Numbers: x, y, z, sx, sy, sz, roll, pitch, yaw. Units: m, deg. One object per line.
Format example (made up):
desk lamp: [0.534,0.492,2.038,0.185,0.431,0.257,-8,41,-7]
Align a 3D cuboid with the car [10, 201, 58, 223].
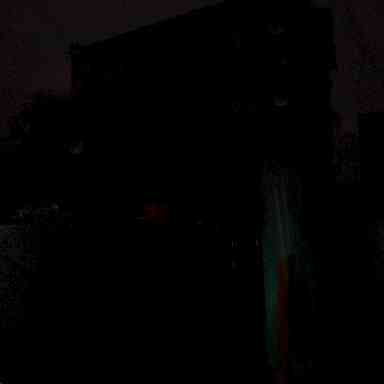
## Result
car: [-18.357,2.255,38.929,2.150,2.045,5.566,-3,3,26]
